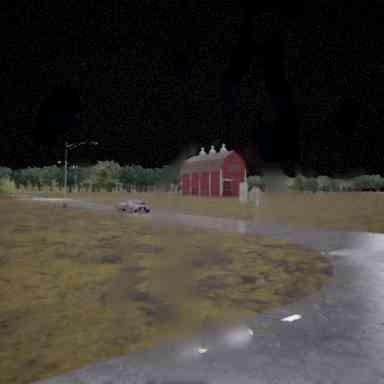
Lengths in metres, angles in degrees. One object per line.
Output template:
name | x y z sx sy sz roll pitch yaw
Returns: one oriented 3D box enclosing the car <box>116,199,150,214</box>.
car | -5.652 1.346 31.807 1.994 1.385 4.181 2 0 -36
